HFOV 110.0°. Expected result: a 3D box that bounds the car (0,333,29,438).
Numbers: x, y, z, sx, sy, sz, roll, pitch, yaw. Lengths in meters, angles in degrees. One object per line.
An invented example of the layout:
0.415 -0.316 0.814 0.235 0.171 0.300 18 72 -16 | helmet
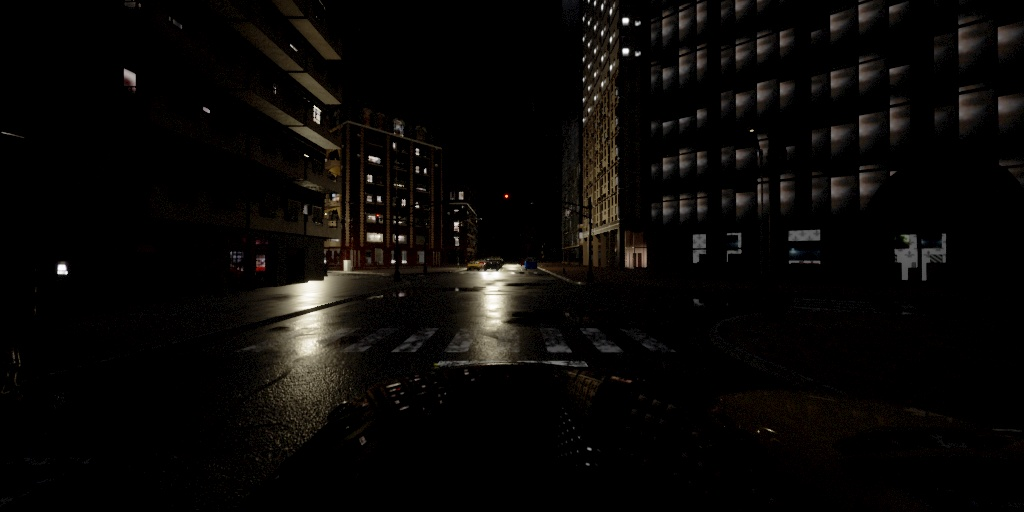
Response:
-5.318 1.064 1.069 2.192 1.841 5.009 0 0 0 | car

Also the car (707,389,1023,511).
2.563 1.275 1.237 1.751 1.417 4.829 0 0 0 | car

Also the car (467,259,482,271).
-5.271 1.320 49.898 1.751 1.417 4.829 0 0 0 | car

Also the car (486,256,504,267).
-2.784 1.036 59.146 2.150 2.045 5.566 0 0 0 | car

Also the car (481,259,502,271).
-2.804 1.394 49.222 1.895 1.301 4.718 0 0 0 | car

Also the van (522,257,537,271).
2.609 1.136 50.060 1.690 1.789 3.998 0 0 0 | van
